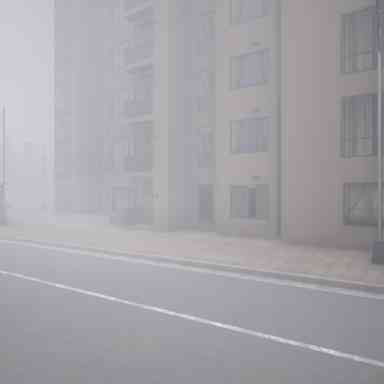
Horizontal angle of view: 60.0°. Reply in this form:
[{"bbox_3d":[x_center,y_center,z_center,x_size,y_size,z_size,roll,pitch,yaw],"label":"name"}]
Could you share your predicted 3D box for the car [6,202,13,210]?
[{"bbox_3d":[-22.952,1.436,37.618,2.128,1.511,4.902,0,0,34],"label":"car"}]
